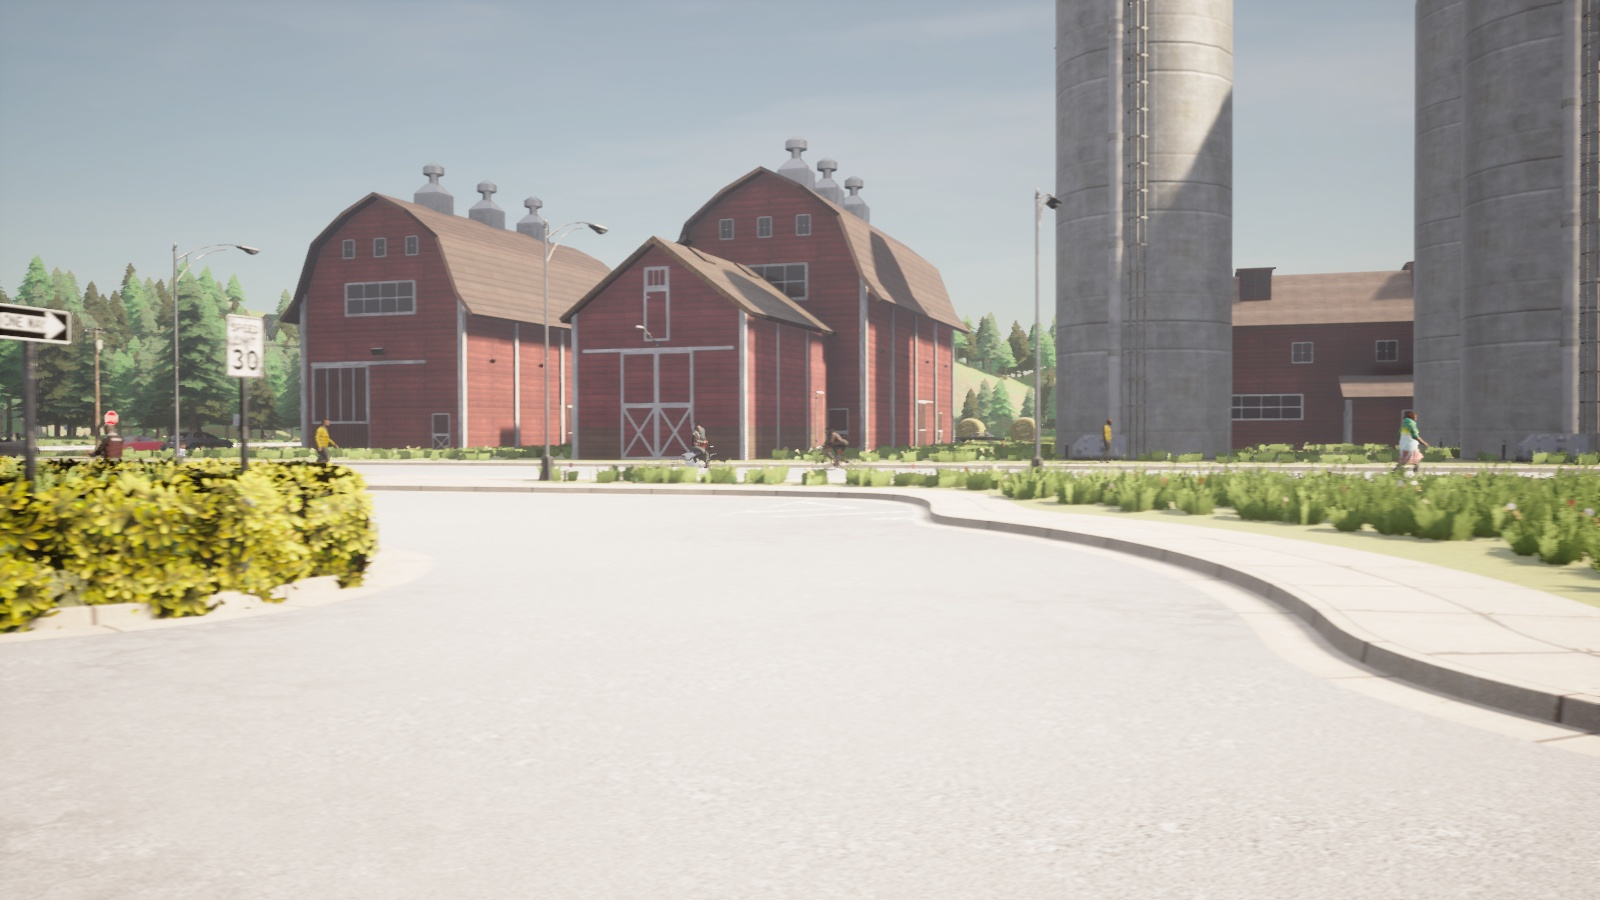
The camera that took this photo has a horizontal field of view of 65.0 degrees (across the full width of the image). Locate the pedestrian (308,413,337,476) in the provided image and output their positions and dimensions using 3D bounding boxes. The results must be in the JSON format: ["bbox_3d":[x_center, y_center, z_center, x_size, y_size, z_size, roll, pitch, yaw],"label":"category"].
[{"bbox_3d":[-14.040,-0.153,36.951,0.709,1.840,0.431,0,1,-4],"label":"pedestrian"}]

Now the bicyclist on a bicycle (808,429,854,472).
[{"bbox_3d":[1.201,0.007,48.531,1.656,1.620,0.582,0,1,18],"label":"bicyclist on a bicycle"}]

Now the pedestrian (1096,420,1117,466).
[{"bbox_3d":[12.322,-0.285,50.548,0.726,1.835,0.370,1,1,33],"label":"pedestrian"}]

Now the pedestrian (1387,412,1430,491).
[{"bbox_3d":[15.314,0.033,31.618,0.873,1.952,0.659,0,1,17],"label":"pedestrian"}]

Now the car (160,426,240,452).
[{"bbox_3d":[-40.453,-0.753,84.754,2.033,1.649,4.856,1,1,19],"label":"car"}]

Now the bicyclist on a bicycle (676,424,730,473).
[{"bbox_3d":[-3.584,-0.059,46.397,1.843,1.776,0.659,0,1,18],"label":"bicyclist on a bicycle"}]

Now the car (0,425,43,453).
[{"bbox_3d":[-47.575,-0.651,74.754,1.851,1.617,3.988,1,1,19],"label":"car"}]

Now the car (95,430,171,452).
[{"bbox_3d":[-44.465,-0.619,83.818,1.994,1.385,4.181,1,1,20],"label":"car"}]
